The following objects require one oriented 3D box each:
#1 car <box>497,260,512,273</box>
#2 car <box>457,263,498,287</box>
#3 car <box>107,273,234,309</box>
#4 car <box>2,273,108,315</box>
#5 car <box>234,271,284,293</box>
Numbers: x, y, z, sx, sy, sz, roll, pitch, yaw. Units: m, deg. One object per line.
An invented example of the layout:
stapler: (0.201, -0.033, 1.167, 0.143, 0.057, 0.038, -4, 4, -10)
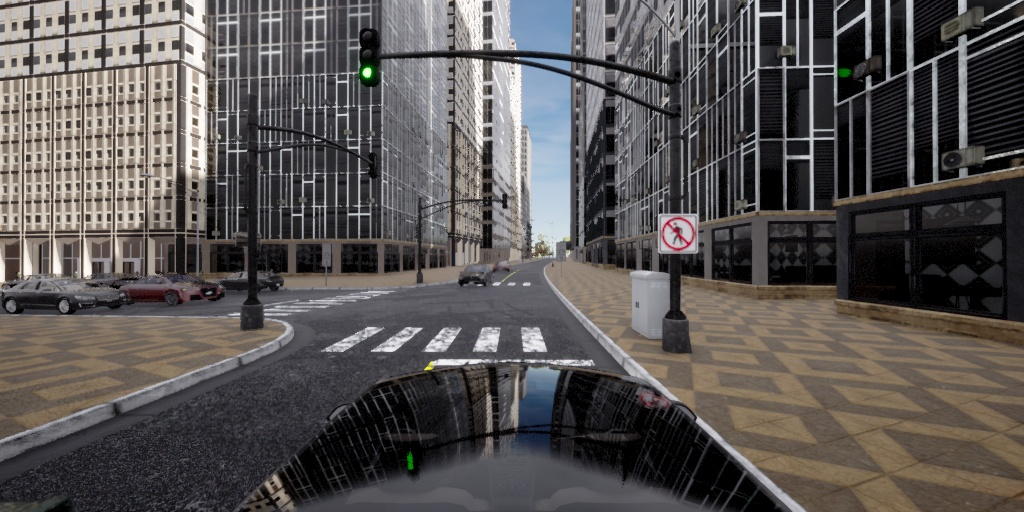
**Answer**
car: (-1.130, 1.259, 43.612, 1.812, 1.442, 4.674, 0, 0, 5)
car: (-2.400, 1.290, 24.868, 2.033, 1.411, 5.357, 0, 0, 3)
car: (-15.970, 1.561, 16.875, 4.181, 1.385, 1.994, -1, 0, 9)
car: (-18.149, 1.566, 14.592, 4.403, 1.370, 2.007, 0, 0, 9)
car: (-16.850, 1.609, 22.871, 4.403, 1.370, 2.007, 0, 0, 9)
